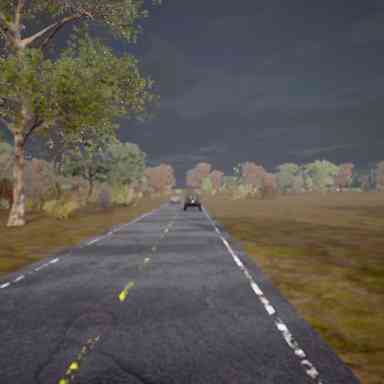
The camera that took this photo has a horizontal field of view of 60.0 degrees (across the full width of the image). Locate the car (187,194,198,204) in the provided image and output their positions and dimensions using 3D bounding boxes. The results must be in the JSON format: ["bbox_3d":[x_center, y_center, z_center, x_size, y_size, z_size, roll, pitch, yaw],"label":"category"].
[{"bbox_3d":[0.069,1.361,63.800,2.097,1.767,4.553,0,0,0],"label":"car"}]

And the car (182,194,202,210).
[{"bbox_3d":[0.083,1.236,42.354,2.150,2.045,5.566,0,0,0],"label":"car"}]

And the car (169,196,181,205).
[{"bbox_3d":[-3.059,1.489,59.928,1.882,1.535,5.008,0,0,0],"label":"car"}]
